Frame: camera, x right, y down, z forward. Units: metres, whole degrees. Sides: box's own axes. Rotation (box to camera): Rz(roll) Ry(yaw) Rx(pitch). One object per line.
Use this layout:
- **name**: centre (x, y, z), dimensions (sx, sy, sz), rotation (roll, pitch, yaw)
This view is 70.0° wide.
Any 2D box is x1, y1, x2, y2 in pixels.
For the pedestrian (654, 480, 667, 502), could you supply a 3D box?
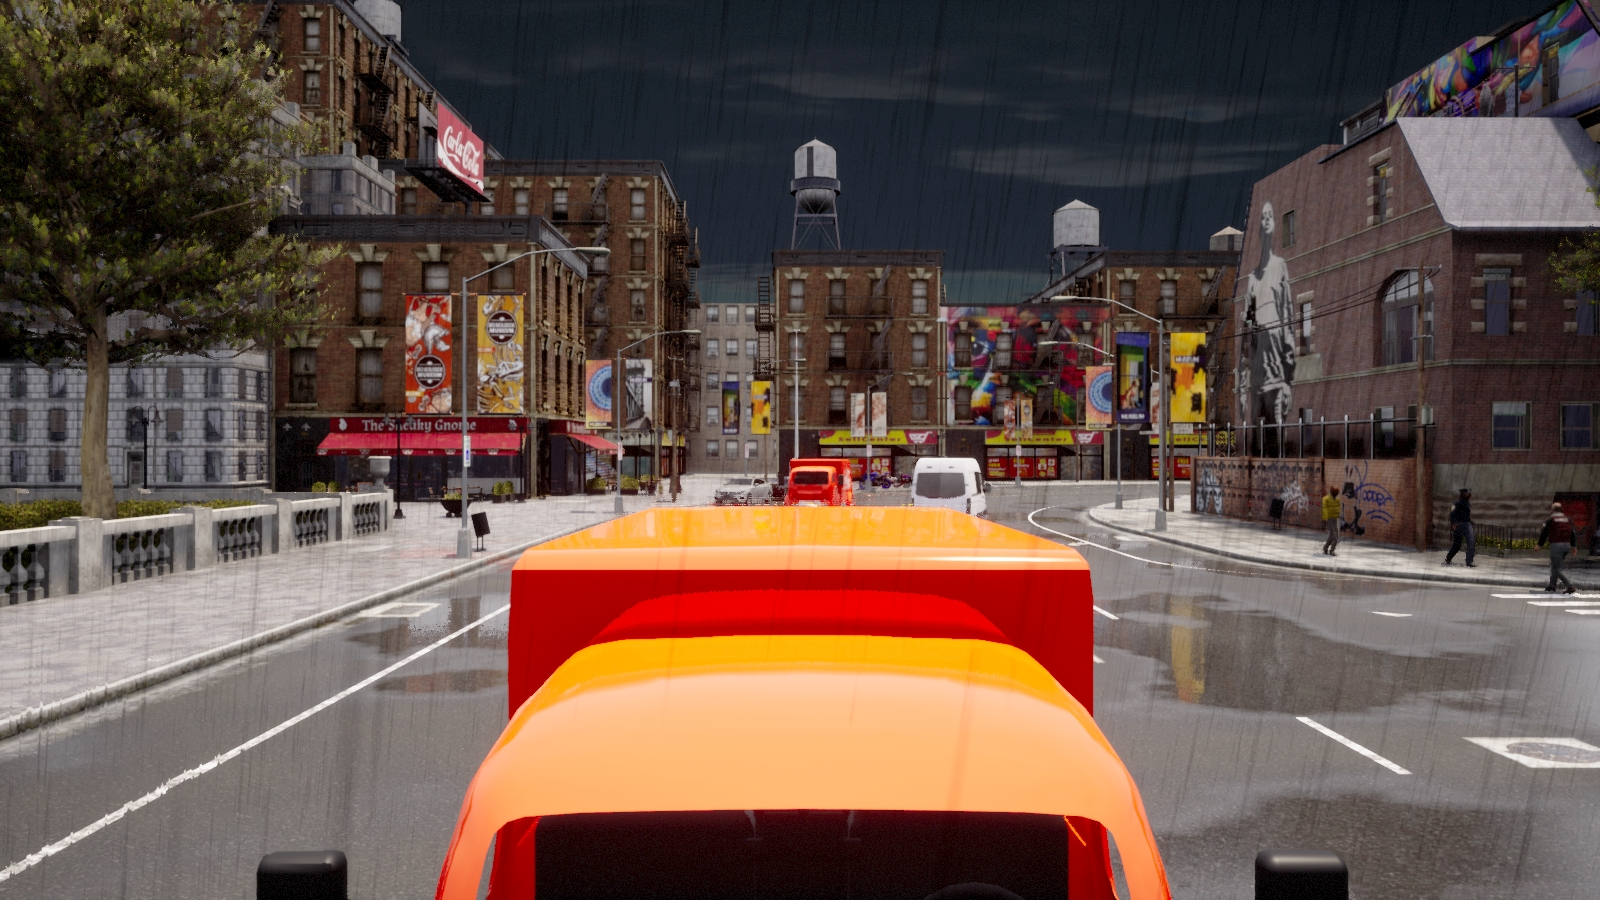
- **pedestrian**: centre (-7.211, 2.099, 59.029), dimensions (0.500, 1.100, 0.500), rotation (0, 0, 28)

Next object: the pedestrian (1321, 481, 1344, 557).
- **pedestrian**: centre (13.218, 1.707, 28.361), dimensions (0.375, 1.860, 0.375), rotation (0, 0, -12)

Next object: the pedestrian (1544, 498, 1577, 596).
- **pedestrian**: centre (14.678, 1.858, 22.053), dimensions (0.375, 1.860, 0.375), rotation (0, 0, 1)

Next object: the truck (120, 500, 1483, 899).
- **truck**: centre (-0.002, 1.568, 4.807), dimensions (2.627, 2.467, 5.204), rotation (0, 0, 0)

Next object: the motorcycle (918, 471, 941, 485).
- **motorcycle**: centre (10.442, 2.248, 92.006), dimensions (0.803, 1.145, 2.033), rotation (1, 1, 44)

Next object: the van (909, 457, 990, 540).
- **van**: centre (5.205, 1.550, 39.015), dimensions (1.988, 2.561, 5.915), rotation (0, 0, 15)

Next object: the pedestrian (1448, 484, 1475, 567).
- **pedestrian**: centre (15.051, 1.707, 25.984), dimensions (0.375, 1.860, 0.375), rotation (0, 0, -8)

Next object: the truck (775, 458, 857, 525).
- **truck**: centre (0.728, 1.586, 45.737), dimensions (2.627, 2.467, 5.204), rotation (0, 0, 8)

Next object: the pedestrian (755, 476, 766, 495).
- **pedestrian**: centre (-2.367, 2.102, 68.150), dimensions (0.500, 1.100, 0.500), rotation (0, 0, 27)
